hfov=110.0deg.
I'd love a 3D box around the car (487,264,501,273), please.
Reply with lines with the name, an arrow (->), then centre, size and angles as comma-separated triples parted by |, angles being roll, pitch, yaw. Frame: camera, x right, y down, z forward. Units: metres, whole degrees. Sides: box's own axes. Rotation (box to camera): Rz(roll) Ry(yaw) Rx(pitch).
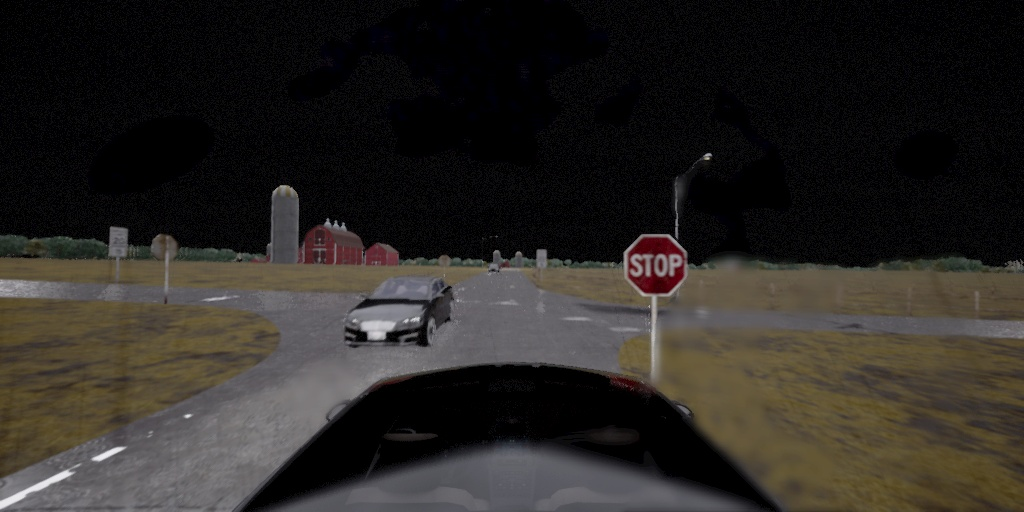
car -> -2.877, 1.969, 57.139 | 1.837, 1.490, 4.892 | 0, 0, 0

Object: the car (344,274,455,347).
car -> -2.750, 1.299, 9.739 | 2.128, 1.511, 4.902 | 1, 1, 0
